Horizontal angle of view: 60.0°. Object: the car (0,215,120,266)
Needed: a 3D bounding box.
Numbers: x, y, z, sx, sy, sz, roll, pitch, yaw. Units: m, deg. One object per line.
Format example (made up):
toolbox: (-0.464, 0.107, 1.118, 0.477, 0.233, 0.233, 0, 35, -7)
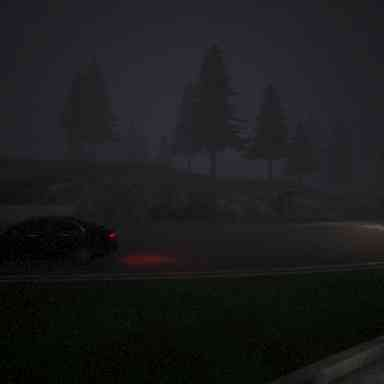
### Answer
car: (-4.853, 1.521, 10.827, 4.892, 1.490, 1.837, 1, 0, -8)
